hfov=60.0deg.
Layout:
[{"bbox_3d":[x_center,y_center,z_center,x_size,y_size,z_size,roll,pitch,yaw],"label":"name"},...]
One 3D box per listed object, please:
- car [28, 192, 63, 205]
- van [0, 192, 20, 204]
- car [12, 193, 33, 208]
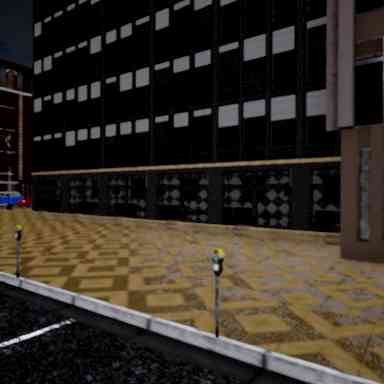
[{"bbox_3d":[-20.670,0.892,46.958,1.967,1.590,4.097,1,1,35],"label":"car"},{"bbox_3d":[-23.900,0.863,42.314,1.690,1.788,3.998,1,1,35],"label":"van"},{"bbox_3d":[-17.419,1.115,37.838,1.887,1.381,4.507,1,1,35],"label":"car"}]
